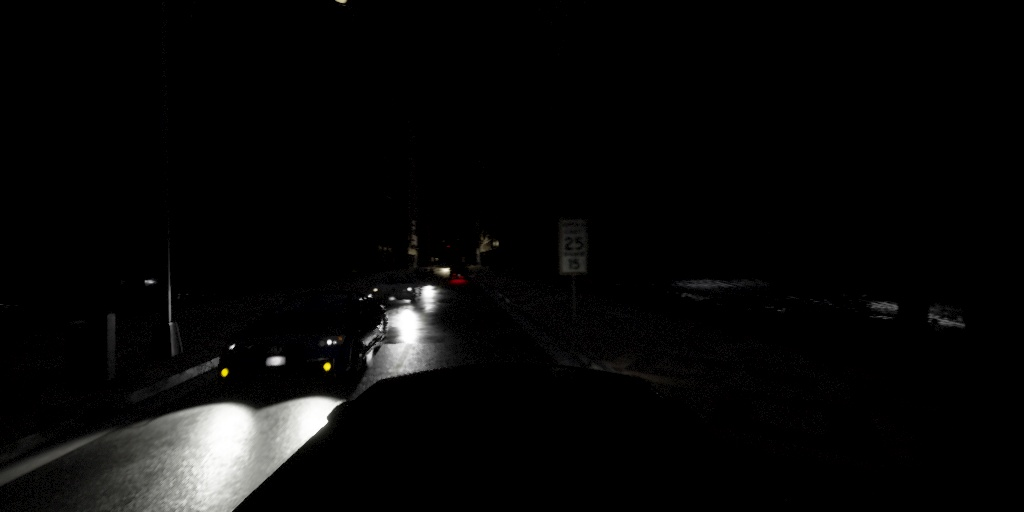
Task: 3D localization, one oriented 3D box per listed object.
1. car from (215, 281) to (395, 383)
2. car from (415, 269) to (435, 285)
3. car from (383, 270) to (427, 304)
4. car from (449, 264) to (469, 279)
[{"bbox_3d":[-3.866,1.424,7.380,1.994,1.385,4.181,-1,-1,-9],"label":"car"},{"bbox_3d":[-7.625,1.739,30.641,1.895,1.301,4.718,-1,-1,-9],"label":"car"},{"bbox_3d":[-5.586,1.587,17.923,1.895,1.301,4.718,-1,-1,-9],"label":"car"},{"bbox_3d":[-5.756,1.696,38.739,1.837,1.490,4.892,-1,-1,-9],"label":"car"}]
